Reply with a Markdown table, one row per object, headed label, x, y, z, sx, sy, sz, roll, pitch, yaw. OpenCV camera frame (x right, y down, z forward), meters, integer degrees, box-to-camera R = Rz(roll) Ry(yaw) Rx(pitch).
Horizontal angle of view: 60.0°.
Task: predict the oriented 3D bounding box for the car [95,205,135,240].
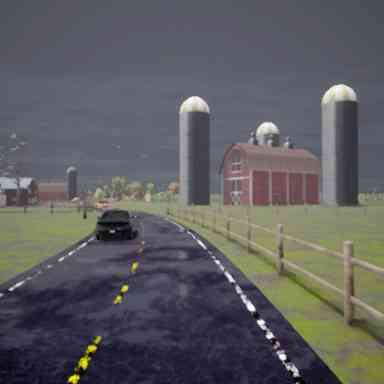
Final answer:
| label | x | y | z | sx | sy | sz | roll | pitch | yaw |
| --- | --- | --- | --- | --- | --- | --- | --- | --- | --- |
| car | -4.355 | 1.754 | 19.241 | 1.882 | 1.535 | 5.008 | 0 | -1 | -8 |

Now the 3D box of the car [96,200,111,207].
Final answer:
| label | x | y | z | sx | sy | sz | roll | pitch | yaw |
| --- | --- | --- | --- | --- | --- | --- | --- | --- | --- |
| car | -15.612 | 2.273 | 58.861 | 2.097 | 1.767 | 4.553 | 0 | -1 | -23 |
